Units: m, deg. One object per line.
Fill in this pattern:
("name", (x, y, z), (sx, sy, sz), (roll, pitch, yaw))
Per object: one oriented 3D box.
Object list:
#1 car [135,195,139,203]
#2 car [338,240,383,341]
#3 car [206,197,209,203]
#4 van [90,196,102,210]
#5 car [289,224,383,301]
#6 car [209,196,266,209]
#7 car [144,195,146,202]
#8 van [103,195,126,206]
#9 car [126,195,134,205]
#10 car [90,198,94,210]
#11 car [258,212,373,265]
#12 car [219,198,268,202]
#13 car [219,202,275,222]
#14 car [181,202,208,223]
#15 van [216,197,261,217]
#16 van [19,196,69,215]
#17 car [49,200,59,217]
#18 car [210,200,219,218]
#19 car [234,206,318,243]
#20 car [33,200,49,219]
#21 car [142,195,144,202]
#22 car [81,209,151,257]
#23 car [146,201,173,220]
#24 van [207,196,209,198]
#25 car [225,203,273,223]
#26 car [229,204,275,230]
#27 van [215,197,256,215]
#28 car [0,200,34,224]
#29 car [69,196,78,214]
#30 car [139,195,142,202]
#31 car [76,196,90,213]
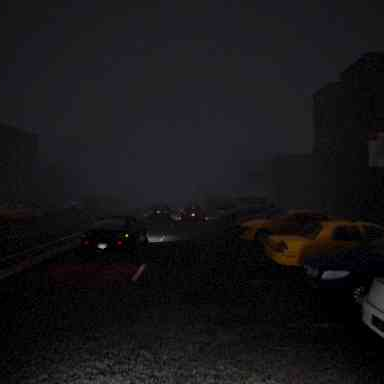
("car", (-15.899, 1.976, 78.952), (5.008, 1.535, 2.097), (0, 0, 0))
("car", (4.707, 1.523, 4.301), (4.674, 1.452, 2.002), (0, 0, 0))
("car", (4.699, 1.867, 45.856), (4.792, 1.488, 2.163), (0, 0, 0))
("van", (-15.949, 1.626, 48.626), (4.442, 1.987, 1.878), (0, 0, 0))
("car", (4.712, 1.534, 6.959), (4.674, 1.452, 2.002), (0, 0, 0))
("car", (4.677, 1.486, 31.969), (5.566, 2.045, 2.435), (0, 0, 0))
("car", (-15.910, 2.099, 89.976), (5.008, 1.535, 2.097), (0, -1, 0))
("van", (-15.749, 1.678, 65.171), (4.442, 1.987, 1.878), (0, 0, 0))
("car", (-15.848, 1.671, 70.682), (5.566, 2.045, 2.435), (0, 0, 0))
("car", (-15.792, 1.851, 43.106), (4.792, 1.488, 2.163), (0, 0, 0))
("car", (4.894, 1.510, 9.729), (5.366, 1.575, 1.946), (0, 0, 0))
("car", (4.738, 1.561, 26.528), (4.553, 1.767, 2.185), (0, -1, 0))
("car", (4.702, 1.658, 23.748), (5.008, 1.535, 2.097), (0, -1, 0))
("car", (0.098, 1.787, 28.211), (1.994, 1.385, 4.181), (0, -1, 0))
("van", (4.825, 1.536, 34.868), (4.442, 1.987, 1.878), (0, 0, 0))
("van", (-15.687, 1.538, 34.834), (4.442, 1.987, 1.878), (0, 0, 0))
("car", (-15.796, 1.781, 32.073), (4.674, 1.452, 2.002), (0, 0, 0))
("car", (4.521, 1.710, 29.183), (5.366, 1.575, 1.946), (0, -1, 0))
("car", (4.713, 1.566, 15.286), (5.008, 1.535, 2.097), (0, -1, 0))
("car", (-15.978, 1.714, 29.316), (5.366, 1.575, 1.946), (0, -1, 0))
("car", (-15.915, 2.064, 87.220), (4.892, 1.521, 2.231), (0, -1, 0))
("car", (-2.901, 1.589, 13.057), (1.812, 1.442, 4.674), (0, -1, 0))
("car", (-2.902, 1.799, 31.296), (2.033, 1.411, 5.357), (0, 0, 0))
("van", (4.618, 1.626, 48.764), (4.442, 1.987, 1.878), (0, 0, 0))
("car", (4.737, 1.658, 20.968), (4.792, 1.488, 2.163), (0, -1, 0))
("car", (4.714, 1.599, 18.189), (4.892, 1.521, 2.231), (0, -1, 0))
("van", (4.829, 1.557, 37.521), (4.442, 1.987, 1.878), (0, 0, 0))
("car", (-15.973, 1.688, 26.557), (5.366, 1.575, 1.946), (0, -1, 0))
("car", (-15.841, 1.659, 37.590), (4.553, 1.767, 2.185), (0, 0, 0))
("car", (-15.911, 2.032, 84.463), (4.892, 1.521, 2.231), (0, -1, 0))
("car", (-15.787, 1.552, 40.350), (5.566, 2.045, 2.435), (0, 0, 0))
